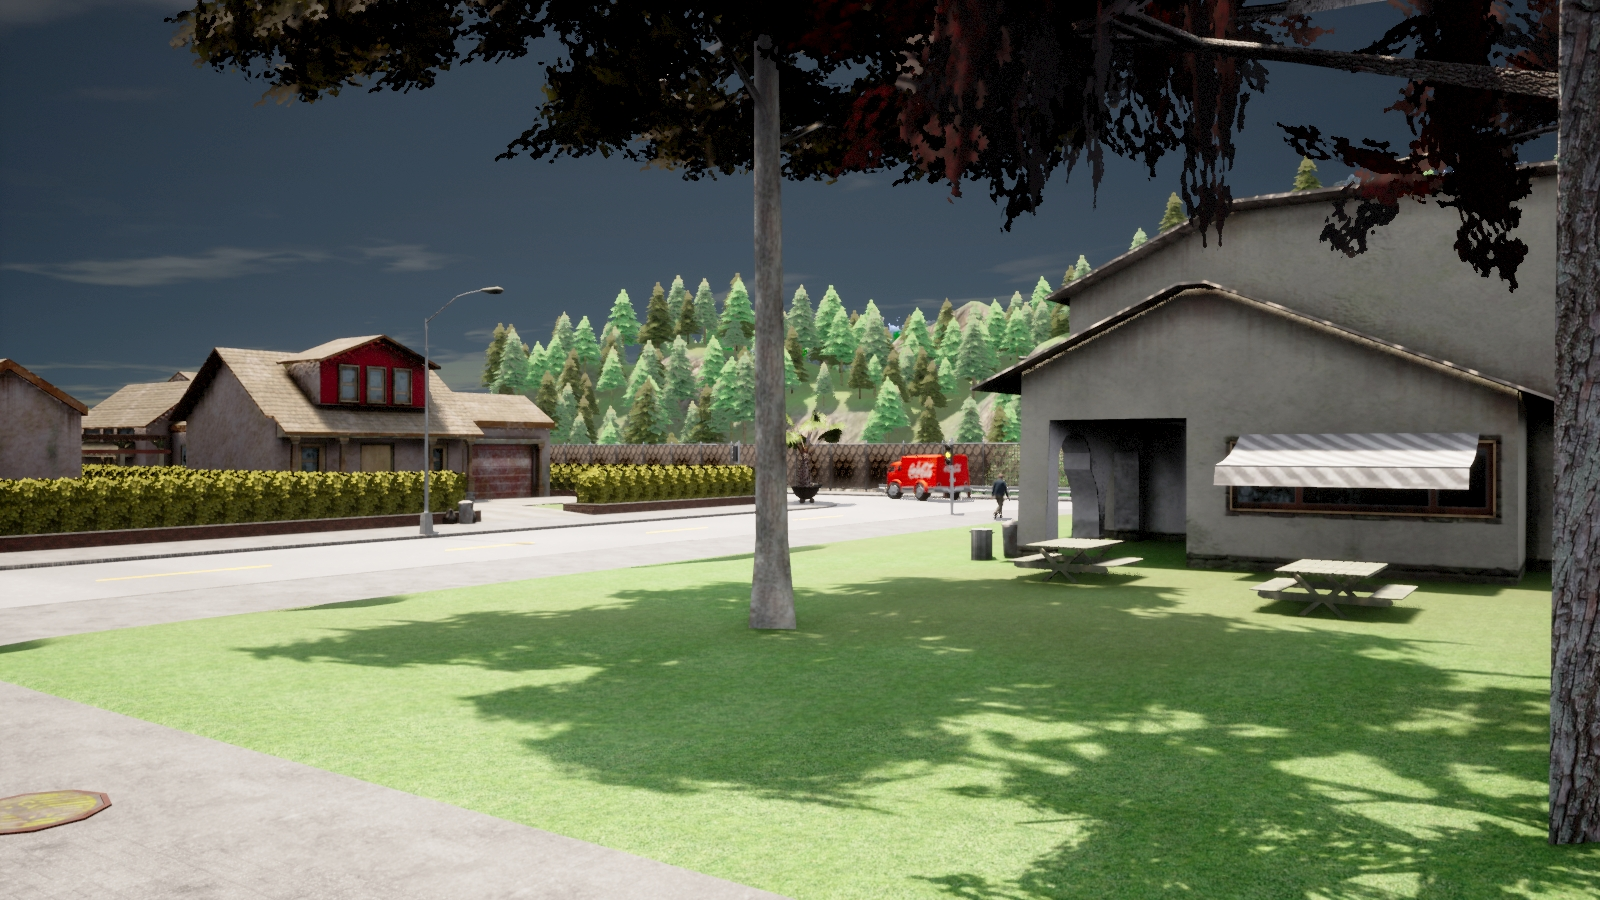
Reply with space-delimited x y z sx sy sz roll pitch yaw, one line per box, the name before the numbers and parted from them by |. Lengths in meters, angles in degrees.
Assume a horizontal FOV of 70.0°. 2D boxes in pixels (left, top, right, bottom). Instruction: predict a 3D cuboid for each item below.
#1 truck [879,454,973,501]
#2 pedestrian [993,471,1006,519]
truck | 6.991 1.546 63.946 2.627 2.467 5.204 0 -1 -30
pedestrian | 7.689 1.737 44.127 0.375 1.860 0.375 0 0 34
